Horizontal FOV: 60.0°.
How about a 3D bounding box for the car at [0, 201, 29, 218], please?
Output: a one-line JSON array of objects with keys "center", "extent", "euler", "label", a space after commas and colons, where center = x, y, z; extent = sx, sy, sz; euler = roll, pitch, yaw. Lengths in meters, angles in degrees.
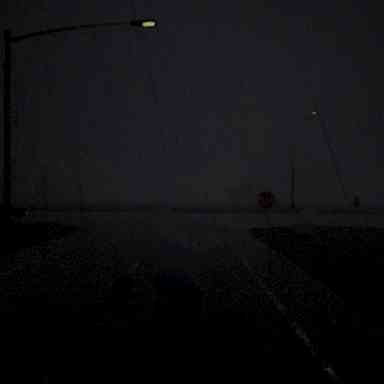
[{"center": [-16.695, 1.511, 28.756], "extent": [4.902, 1.511, 2.128], "euler": [1, 0, 0], "label": "car"}]
